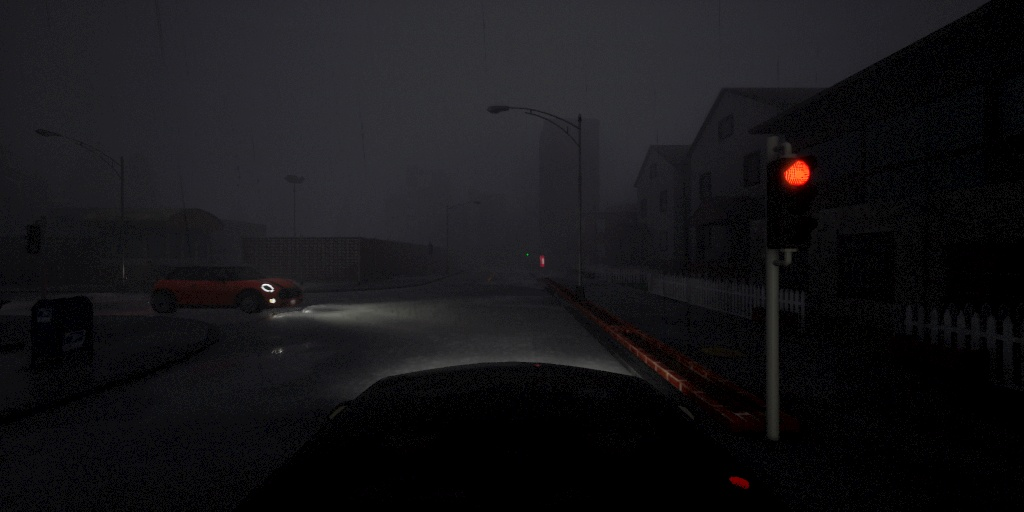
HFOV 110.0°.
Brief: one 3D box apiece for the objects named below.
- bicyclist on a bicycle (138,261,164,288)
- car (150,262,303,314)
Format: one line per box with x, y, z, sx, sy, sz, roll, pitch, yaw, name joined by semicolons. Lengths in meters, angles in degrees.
-21.736;1.099;21.663;0.582;1.620;1.656;0;0;0;bicyclist on a bicycle
-10.286;1.102;13.198;4.553;1.767;2.097;0;0;1;car
